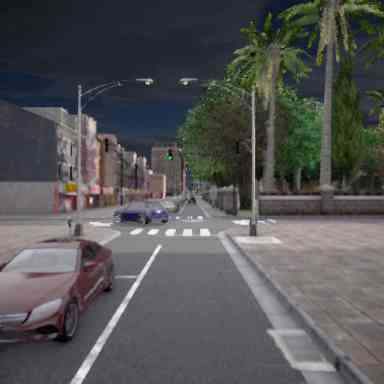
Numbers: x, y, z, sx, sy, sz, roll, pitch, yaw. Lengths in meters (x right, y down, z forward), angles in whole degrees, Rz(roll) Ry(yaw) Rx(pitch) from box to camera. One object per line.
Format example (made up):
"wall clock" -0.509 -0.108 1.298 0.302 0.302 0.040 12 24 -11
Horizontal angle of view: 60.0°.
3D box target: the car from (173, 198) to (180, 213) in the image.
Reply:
"car" -2.656 1.702 38.864 1.752 1.417 4.829 0 0 0

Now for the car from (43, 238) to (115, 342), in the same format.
"car" -2.638 1.611 6.480 1.802 1.307 4.206 0 0 0

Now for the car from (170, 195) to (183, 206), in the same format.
"car" -2.661 1.517 44.303 2.192 1.841 5.009 0 0 0

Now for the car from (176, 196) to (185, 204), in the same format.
"car" -2.655 1.792 75.924 1.967 1.590 4.097 0 0 0

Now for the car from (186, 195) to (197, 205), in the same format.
"car" -0.008 1.813 68.968 1.837 1.490 4.892 0 0 0

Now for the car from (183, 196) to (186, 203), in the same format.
"car" -2.658 1.827 60.112 2.008 1.369 4.403 0 0 0

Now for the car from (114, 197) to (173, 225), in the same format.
"car" -3.954 1.479 25.192 4.553 1.767 2.097 -1 0 43

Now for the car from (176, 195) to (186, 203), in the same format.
"car" -2.654 1.693 81.195 2.192 1.841 5.009 0 0 0

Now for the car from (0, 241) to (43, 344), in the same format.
"car" -2.637 1.319 0.869 2.192 1.841 5.009 0 0 0
